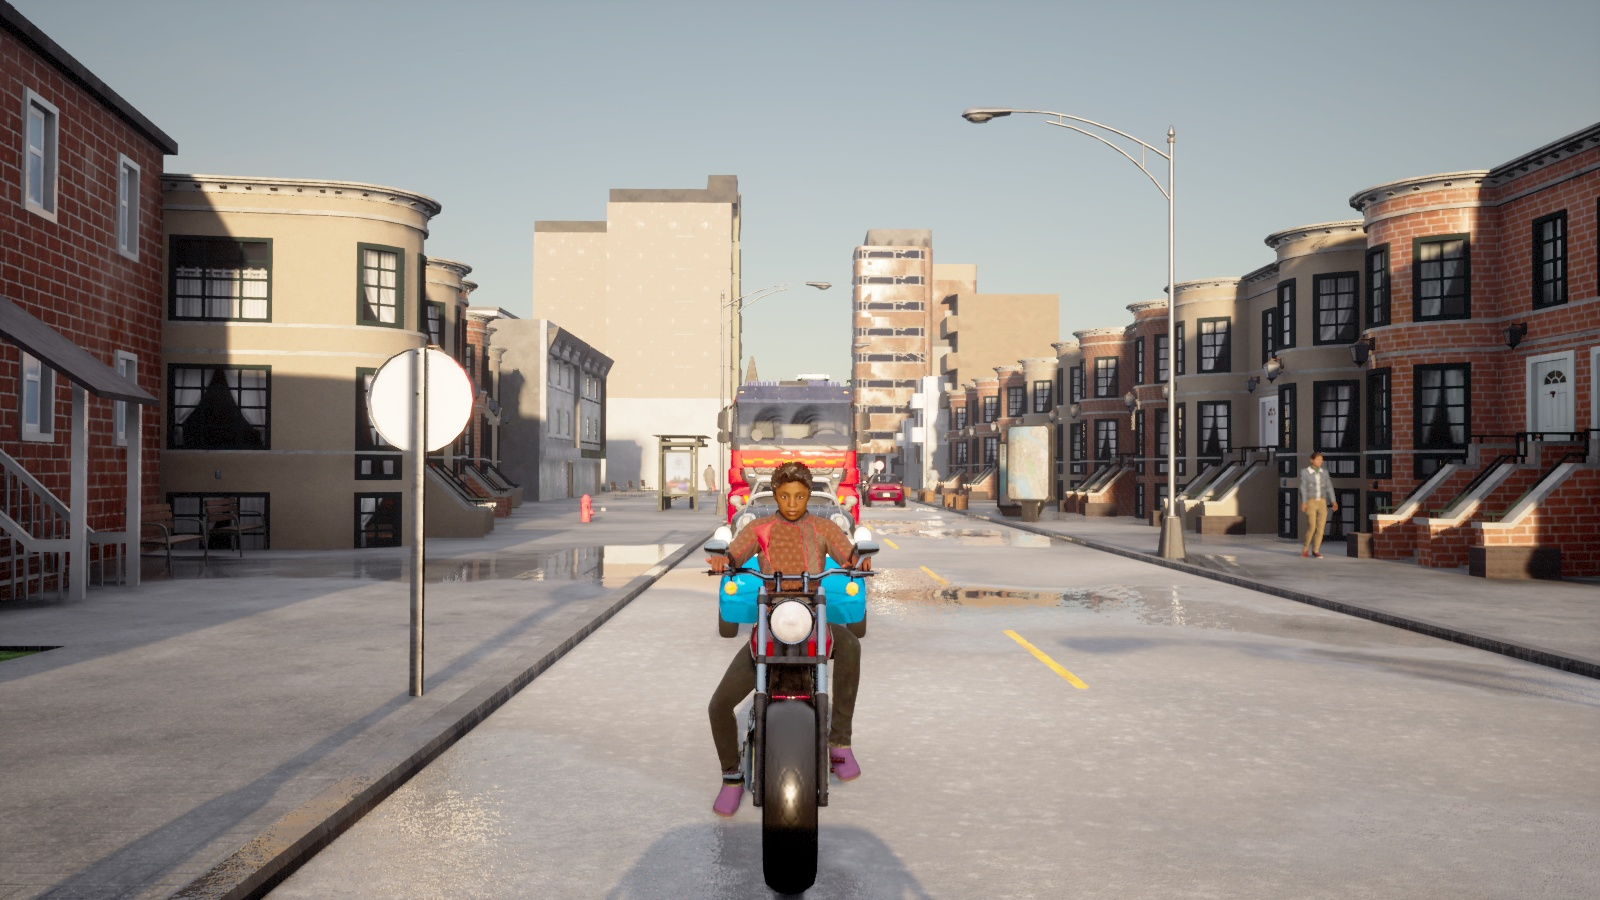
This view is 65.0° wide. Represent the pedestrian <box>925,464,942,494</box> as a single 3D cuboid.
[{"bbox_3d":[8.243,1.789,77.458,0.874,1.855,0.900,0,-1,-4],"label":"pedestrian"}]

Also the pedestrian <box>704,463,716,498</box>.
[{"bbox_3d":[-5.147,1.746,71.732,0.659,1.952,0.873,0,-1,-2],"label":"pedestrian"}]

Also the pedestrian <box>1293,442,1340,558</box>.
[{"bbox_3d":[8.825,0.848,21.461,0.423,1.949,0.788,0,-1,-3],"label":"pedestrian"}]

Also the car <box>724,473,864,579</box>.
[{"bbox_3d":[-0.096,1.109,19.632,1.970,1.475,3.806,0,-1,0],"label":"car"}]

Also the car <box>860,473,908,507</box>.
[{"bbox_3d":[3.739,1.760,56.498,1.816,1.474,4.193,0,-1,0],"label":"car"}]

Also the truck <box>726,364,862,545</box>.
[{"bbox_3d":[-0.150,0.168,30.923,2.891,3.827,8.468,0,-1,0],"label":"truck"}]

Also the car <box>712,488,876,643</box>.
[{"bbox_3d":[-0.062,1.078,12.451,1.481,1.376,2.207,0,-1,0],"label":"car"}]

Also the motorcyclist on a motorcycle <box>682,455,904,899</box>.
[{"bbox_3d":[-0.031,0.858,5.541,0.766,1.649,2.350,0,-1,0],"label":"motorcyclist on a motorcycle"}]
